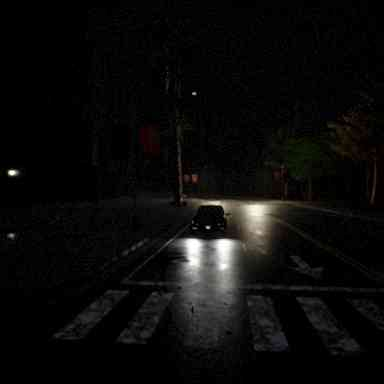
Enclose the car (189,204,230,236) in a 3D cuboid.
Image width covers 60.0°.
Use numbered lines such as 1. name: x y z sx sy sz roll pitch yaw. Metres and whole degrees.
1. car: 1.022 1.461 18.338 1.837 1.490 4.892 0 0 6
